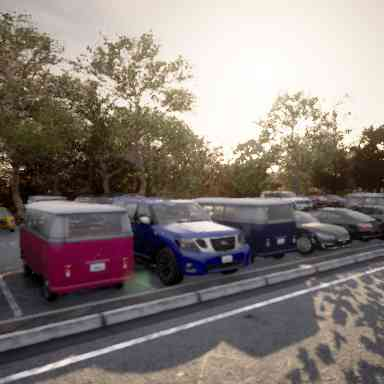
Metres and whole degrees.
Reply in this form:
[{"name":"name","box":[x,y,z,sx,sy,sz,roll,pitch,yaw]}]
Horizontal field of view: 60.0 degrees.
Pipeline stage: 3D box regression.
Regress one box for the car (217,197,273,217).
[{"name":"car","box":[4.680,1.286,29.979,2.097,1.535,5.008,-1,1,-36]}]

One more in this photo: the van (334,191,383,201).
[{"name":"van","box":[10.530,1.087,18.232,1.878,1.987,4.442,-1,1,-36]}]

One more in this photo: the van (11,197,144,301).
[{"name":"van","box":[-3.155,1.249,8.444,1.878,1.987,4.442,-1,0,-36]}]

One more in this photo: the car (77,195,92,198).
[{"name":"car","box":[-6.634,1.189,21.928,2.435,2.045,5.566,-1,0,-36]}]

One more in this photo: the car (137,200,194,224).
[{"name":"car","box":[-2.116,1.418,25.160,2.163,1.488,4.792,-1,0,-36]}]

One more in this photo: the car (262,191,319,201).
[{"name":"car","box":[9.206,0.954,33.187,2.435,2.045,5.566,-1,1,-36]}]

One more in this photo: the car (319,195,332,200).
[{"name":"car","box":[11.447,1.164,34.832,2.097,1.535,5.008,-1,1,-36]}]

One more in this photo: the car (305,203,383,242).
[{"name":"car","box":[6.039,1.420,14.873,2.002,1.452,4.674,-1,0,-36]}]

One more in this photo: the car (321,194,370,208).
[{"name":"car","box":[18.205,1.068,39.695,2.163,1.488,4.792,-1,1,-36]}]

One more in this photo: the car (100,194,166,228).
[{"name":"car","box":[-4.342,1.164,23.497,2.435,2.045,5.566,-1,0,-36]}]

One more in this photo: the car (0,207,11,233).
[{"name":"car","box":[-11.239,1.477,18.828,1.946,1.575,5.366,0,0,-36]}]

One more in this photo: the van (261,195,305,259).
[{"name":"van","box":[1.404,1.208,11.705,1.878,1.987,4.442,-1,0,-36]}]

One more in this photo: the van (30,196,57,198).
[{"name":"van","box":[-8.943,1.234,20.385,1.878,1.987,4.442,-1,0,-36]}]

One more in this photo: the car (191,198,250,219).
[{"name":"car","box":[2.311,1.320,28.518,1.946,1.575,5.366,-1,1,-36]}]

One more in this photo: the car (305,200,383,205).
[{"name":"car","box":[8.304,1.379,16.532,2.163,1.488,4.792,-1,1,-36]}]

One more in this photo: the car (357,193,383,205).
[{"name":"car","box":[25.011,0.943,44.492,2.163,1.488,4.792,-1,1,-36]}]

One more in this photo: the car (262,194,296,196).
[{"name":"car","box":[6.939,1.248,31.594,2.231,1.521,4.892,-1,1,-36]}]

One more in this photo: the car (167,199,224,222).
[{"name":"car","box":[0.181,1.390,26.731,2.163,1.488,4.792,-1,0,-36]}]

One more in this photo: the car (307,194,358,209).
[{"name":"car","box":[15.961,1.082,38.062,2.231,1.521,4.892,-1,1,-36]}]

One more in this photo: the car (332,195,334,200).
[{"name":"car","box":[13.704,1.122,36.447,2.097,1.535,5.008,-1,1,-36]}]

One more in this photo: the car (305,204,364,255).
[{"name":"car","box":[3.753,1.409,13.249,2.231,1.521,4.892,-1,0,-36]}]

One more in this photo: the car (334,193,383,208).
[{"name":"car","box":[20.587,0.994,41.135,1.946,1.575,5.366,-1,1,-36]}]

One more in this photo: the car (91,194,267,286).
[{"name":"car","box":[-0.790,1.203,9.958,2.435,2.045,5.566,0,0,-36]}]
